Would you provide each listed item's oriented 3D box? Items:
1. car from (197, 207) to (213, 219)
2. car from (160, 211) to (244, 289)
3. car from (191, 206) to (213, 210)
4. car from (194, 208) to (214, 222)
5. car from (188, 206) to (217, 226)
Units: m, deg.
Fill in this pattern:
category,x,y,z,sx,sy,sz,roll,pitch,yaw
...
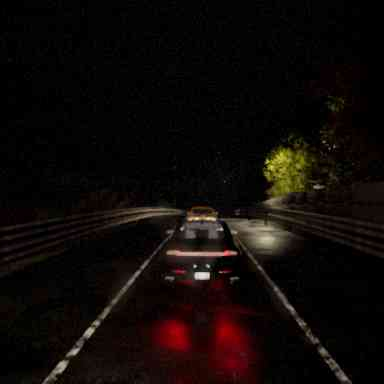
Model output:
category,x,y,z,sx,sy,sz,roll,pitch,yaw
car,1.842,2.900,45.357,1.882,1.535,5.008,0,-4,5
car,0.270,1.496,9.109,2.128,1.511,4.902,0,-1,2
car,0.659,1.691,21.239,1.882,1.535,5.008,0,-2,2
car,1.282,2.367,34.766,1.895,1.301,4.718,0,-3,2
car,0.885,1.918,27.484,2.128,1.511,4.902,0,-2,2
